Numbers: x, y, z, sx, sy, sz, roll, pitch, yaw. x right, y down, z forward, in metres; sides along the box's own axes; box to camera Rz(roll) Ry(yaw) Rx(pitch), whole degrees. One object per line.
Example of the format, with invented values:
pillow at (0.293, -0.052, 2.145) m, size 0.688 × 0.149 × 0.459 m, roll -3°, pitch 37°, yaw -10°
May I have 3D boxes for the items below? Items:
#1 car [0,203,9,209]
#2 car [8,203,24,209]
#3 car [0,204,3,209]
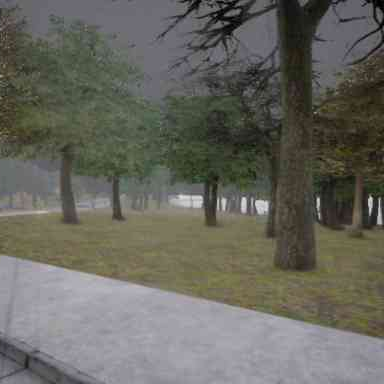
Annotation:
car at (-46.729, 3.637, 82.396) m, size 2.150 × 2.045 × 5.566 m, roll 0°, pitch -2°, yaw -10°
car at (-43.589, 3.942, 83.329) m, size 1.895 × 1.301 × 4.718 m, roll 0°, pitch -2°, yaw -10°
car at (-40.993, 3.613, 67.949) m, size 1.994 × 1.385 × 4.181 m, roll 0°, pitch -2°, yaw -10°
